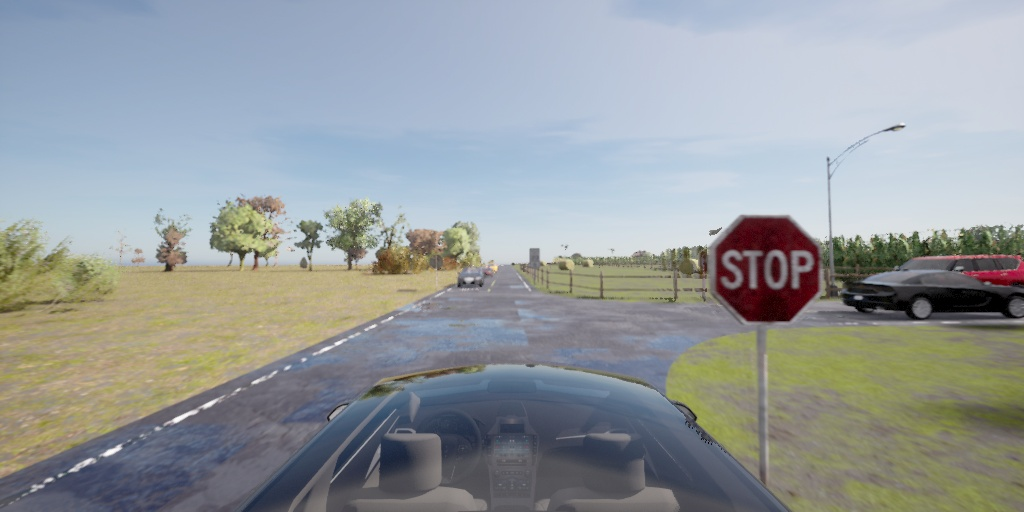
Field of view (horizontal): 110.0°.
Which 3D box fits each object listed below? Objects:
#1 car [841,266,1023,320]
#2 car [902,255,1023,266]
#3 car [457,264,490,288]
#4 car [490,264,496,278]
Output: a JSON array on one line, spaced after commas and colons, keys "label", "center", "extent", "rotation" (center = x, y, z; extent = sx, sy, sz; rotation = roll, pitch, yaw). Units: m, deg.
[{"label": "car", "center": [13.924, 1.203, 11.916], "extent": [5.008, 1.535, 1.882], "rotation": [-1, -2, -1]}, {"label": "car", "center": [17.936, 0.992, 14.848], "extent": [5.566, 2.045, 2.150], "rotation": [-1, -2, -1]}, {"label": "car", "center": [-3.062, 1.584, 27.508], "extent": [2.128, 1.511, 4.902], "rotation": [0, -1, -1]}, {"label": "car", "center": [-3.277, 1.872, 42.721], "extent": [1.994, 1.385, 4.181], "rotation": [0, -1, -1]}]
